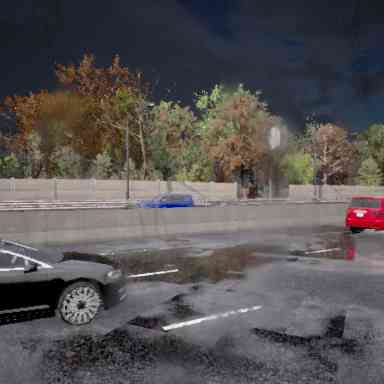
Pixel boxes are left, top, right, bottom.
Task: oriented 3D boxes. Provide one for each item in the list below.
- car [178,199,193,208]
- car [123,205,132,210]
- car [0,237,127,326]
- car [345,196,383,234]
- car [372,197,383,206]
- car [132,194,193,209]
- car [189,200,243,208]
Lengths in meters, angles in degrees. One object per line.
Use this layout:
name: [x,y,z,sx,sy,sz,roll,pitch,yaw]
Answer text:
car: [1.874,1.548,29.186,5.357,1.411,2.033,0,0,-30]
car: [-4.252,1.548,33.717,5.357,1.411,2.033,0,0,-30]
car: [-3.571,1.492,5.568,4.902,1.511,2.128,0,0,-30]
car: [10.637,1.222,17.852,5.566,2.045,2.150,0,0,-31]
car: [31.739,1.549,54.534,4.674,1.442,1.812,0,0,-30]
car: [-2.336,1.222,30.786,5.566,2.045,2.150,0,0,-30]
car: [2.424,1.526,25.458,4.674,1.442,1.812,0,0,-30]
